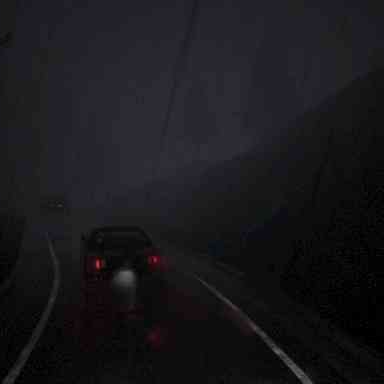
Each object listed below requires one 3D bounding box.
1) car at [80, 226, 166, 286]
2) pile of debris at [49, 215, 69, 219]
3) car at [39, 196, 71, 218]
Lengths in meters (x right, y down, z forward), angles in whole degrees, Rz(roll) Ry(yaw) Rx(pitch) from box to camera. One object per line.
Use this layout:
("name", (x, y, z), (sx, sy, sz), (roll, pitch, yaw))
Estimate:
("car", (-2.258, 1.645, 9.716), (1.895, 1.301, 4.718), (0, 0, -20))
("pile of debris", (-12.529, 2.336, 31.285), (1.500, 0.140, 1.860), (0, 0, -30))
("car", (-13.500, 1.391, 32.681), (2.150, 2.045, 5.566), (0, 0, -33))
